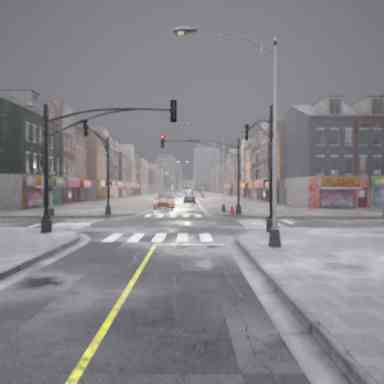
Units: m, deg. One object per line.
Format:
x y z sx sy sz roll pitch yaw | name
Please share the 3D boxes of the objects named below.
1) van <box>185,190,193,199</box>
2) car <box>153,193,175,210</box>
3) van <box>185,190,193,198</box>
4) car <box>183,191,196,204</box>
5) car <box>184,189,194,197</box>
-0.591 0.447 69.695 1.690 1.788 3.998 0 1 -1 | van
-2.840 0.902 34.639 2.097 1.767 4.553 0 1 -1 | car
-0.653 0.379 75.300 1.690 1.788 3.998 0 1 -1 | van
-0.344 0.954 47.279 1.947 1.339 4.313 0 1 -1 | car
-0.715 0.285 80.904 2.192 1.841 5.009 0 1 -1 | car
